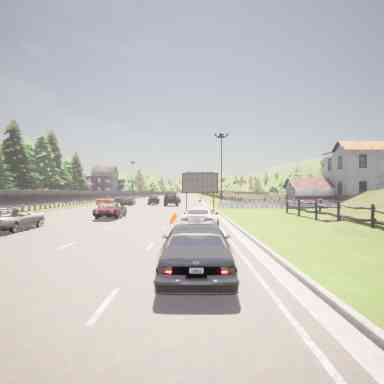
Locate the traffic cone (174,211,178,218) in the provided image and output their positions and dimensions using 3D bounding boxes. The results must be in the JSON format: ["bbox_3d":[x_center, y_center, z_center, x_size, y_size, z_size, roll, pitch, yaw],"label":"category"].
[{"bbox_3d":[-1.446,1.955,25.203,0.340,0.580,0.340,0,0,0],"label":"traffic cone"}]

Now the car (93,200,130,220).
[{"bbox_3d":[-6.853,1.600,28.265,1.895,1.301,4.718,0,0,0],"label":"car"}]

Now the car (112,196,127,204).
[{"bbox_3d":[-13.795,1.526,63.764,1.812,1.442,4.674,0,0,0],"label":"car"}]

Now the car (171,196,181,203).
[{"bbox_3d":[-3.287,1.564,68.600,1.994,1.385,4.181,0,0,0],"label":"car"}]

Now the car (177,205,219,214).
[{"bbox_3d":[0.467,1.541,18.471,1.812,1.442,4.674,-1,-1,7],"label":"car"}]

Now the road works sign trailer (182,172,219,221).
[{"bbox_3d":[0.525,0.464,22.085,2.380,3.560,2.880,0,0,-3],"label":"road works sign trailer"}]

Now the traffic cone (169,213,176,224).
[{"bbox_3d":[-1.449,1.955,23.203,0.340,0.580,0.340,0,0,0],"label":"traffic cone"}]

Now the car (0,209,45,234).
[{"bbox_3d":[-10.368,1.601,19.243,1.895,1.301,4.718,0,0,0],"label":"car"}]

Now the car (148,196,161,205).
[{"bbox_3d":[-6.802,1.500,60.108,1.837,1.490,4.892,0,-1,0],"label":"car"}]

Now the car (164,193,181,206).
[{"bbox_3d":[-3.312,1.221,53.385,2.150,2.045,5.566,0,0,0],"label":"car"}]

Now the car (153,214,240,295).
[{"bbox_3d":[0.112,1.547,8.846,2.033,1.411,5.357,0,0,1],"label":"car"}]

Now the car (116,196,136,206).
[{"bbox_3d":[-10.312,1.564,53.302,1.994,1.385,4.181,0,0,0],"label":"car"}]

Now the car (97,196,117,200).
[{"bbox_3d":[-13.814,1.352,53.162,2.097,1.767,4.553,0,0,0],"label":"car"}]
